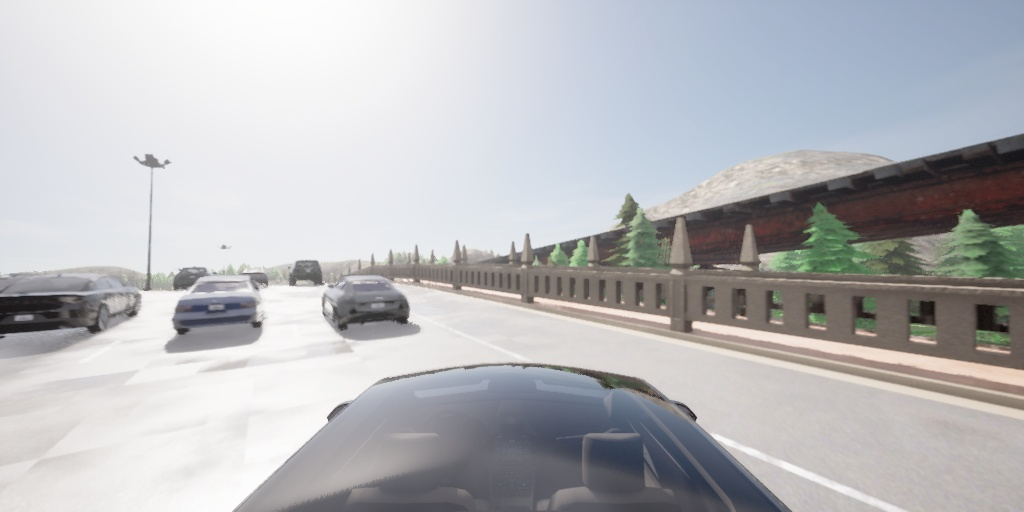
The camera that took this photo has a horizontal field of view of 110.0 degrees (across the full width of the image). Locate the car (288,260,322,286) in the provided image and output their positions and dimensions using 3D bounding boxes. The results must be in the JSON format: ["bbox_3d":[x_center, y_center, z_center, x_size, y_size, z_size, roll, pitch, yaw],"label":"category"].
[{"bbox_3d":[-17.343,1.409,30.100,2.150,2.045,5.566,0,-3,-34],"label":"car"}]

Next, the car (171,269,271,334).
[{"bbox_3d":[-8.594,1.293,10.819,2.033,1.411,5.357,0,0,-34],"label":"car"}]

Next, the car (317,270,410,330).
[{"bbox_3d":[-4.723,1.302,11.333,1.994,1.385,4.181,0,0,-34],"label":"car"}]

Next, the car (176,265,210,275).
[{"bbox_3d":[-23.702,1.624,27.035,2.097,1.767,4.553,0,-4,-34],"label":"car"}]

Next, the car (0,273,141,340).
[{"bbox_3d":[-12.329,1.232,10.102,1.882,1.535,5.008,0,0,-34],"label":"car"}]
